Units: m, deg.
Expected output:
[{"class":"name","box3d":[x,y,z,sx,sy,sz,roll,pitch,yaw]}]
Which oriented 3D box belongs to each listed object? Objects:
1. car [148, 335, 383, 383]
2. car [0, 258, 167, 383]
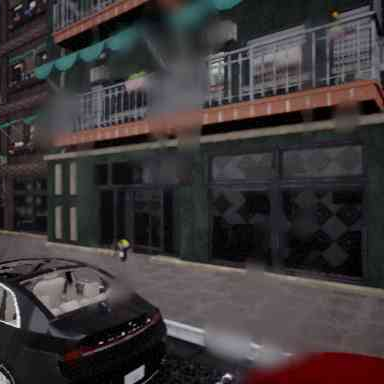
[{"class":"car","box3d":[2.159,1.532,1.329,4.507,1.381,1.887,-1,0,36]},{"class":"car","box3d":[-2.347,1.605,4.545,4.403,1.369,2.008,-1,0,36]}]
